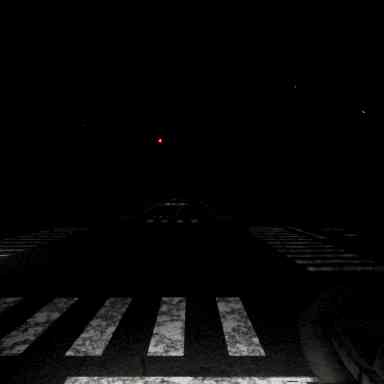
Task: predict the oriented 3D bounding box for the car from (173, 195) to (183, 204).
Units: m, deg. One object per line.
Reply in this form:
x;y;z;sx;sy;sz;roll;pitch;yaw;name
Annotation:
-2.897;1.499;69.348;2.097;1.767;4.553;0;0;0;car
